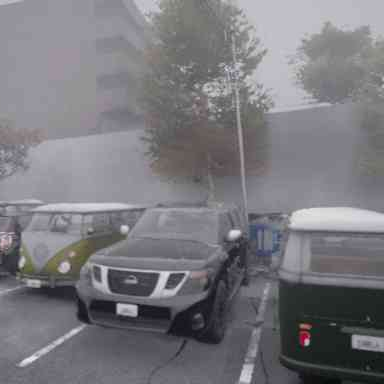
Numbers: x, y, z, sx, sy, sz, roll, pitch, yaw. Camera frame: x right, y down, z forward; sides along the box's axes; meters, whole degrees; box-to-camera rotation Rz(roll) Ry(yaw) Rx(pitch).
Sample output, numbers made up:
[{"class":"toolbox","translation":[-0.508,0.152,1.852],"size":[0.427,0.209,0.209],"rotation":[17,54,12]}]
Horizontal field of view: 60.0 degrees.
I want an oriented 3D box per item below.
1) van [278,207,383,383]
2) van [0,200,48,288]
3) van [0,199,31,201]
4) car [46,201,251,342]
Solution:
[{"class":"van","translation":[2.382,1.276,5.408],"size":[1.878,1.987,4.442],"rotation":[0,-1,17]},{"class":"van","translation":[-2.496,1.273,8.755],"size":[1.878,1.987,4.442],"rotation":[1,-1,17]},{"class":"van","translation":[-7.265,1.276,12.556],"size":[1.878,1.987,4.442],"rotation":[0,-1,16]},{"class":"car","translation":[-0.061,1.248,7.053],"size":[2.435,2.045,5.566],"rotation":[1,-1,17]}]
